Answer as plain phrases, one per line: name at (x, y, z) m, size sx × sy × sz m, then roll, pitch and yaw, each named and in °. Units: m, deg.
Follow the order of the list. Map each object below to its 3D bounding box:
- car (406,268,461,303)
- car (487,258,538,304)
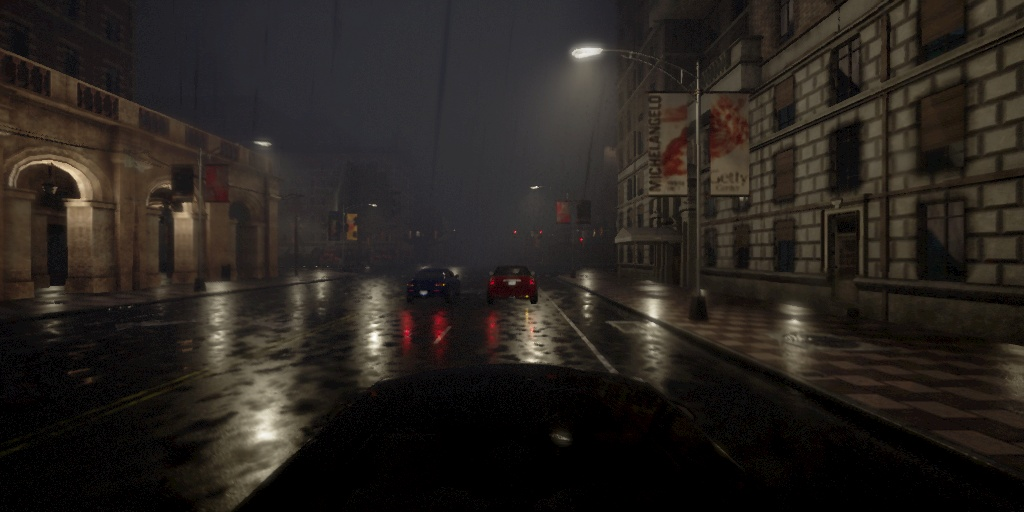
car at (-3.501, 1.281, 16.503) m, size 1.812 × 1.442 × 4.674 m, roll 0°, pitch 0°, yaw 0°
car at (-0.001, 1.114, 16.480) m, size 2.097 × 1.767 × 4.553 m, roll 0°, pitch 0°, yaw 0°
